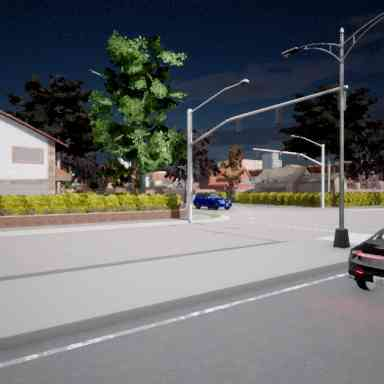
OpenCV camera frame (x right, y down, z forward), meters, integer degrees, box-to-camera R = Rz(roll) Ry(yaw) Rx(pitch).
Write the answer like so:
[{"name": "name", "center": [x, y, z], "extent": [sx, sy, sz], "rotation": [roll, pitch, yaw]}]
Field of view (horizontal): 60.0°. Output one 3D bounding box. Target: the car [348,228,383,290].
[{"name": "car", "center": [5.592, 1.474, 7.733], "extent": [4.902, 1.511, 2.128], "rotation": [0, 0, -35]}]

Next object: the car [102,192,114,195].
[{"name": "car", "center": [-16.314, 1.052, 66.535], "extent": [2.150, 2.045, 5.566], "rotation": [0, 0, -36]}]

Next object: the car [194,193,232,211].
[{"name": "car", "center": [2.433, 1.121, 40.408], "extent": [2.150, 2.045, 5.566], "rotation": [0, 0, -36]}]
